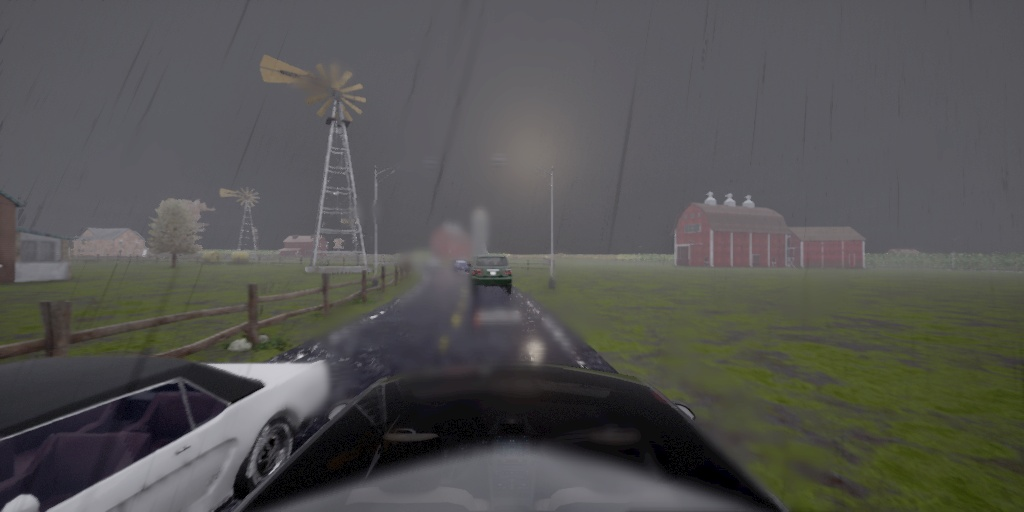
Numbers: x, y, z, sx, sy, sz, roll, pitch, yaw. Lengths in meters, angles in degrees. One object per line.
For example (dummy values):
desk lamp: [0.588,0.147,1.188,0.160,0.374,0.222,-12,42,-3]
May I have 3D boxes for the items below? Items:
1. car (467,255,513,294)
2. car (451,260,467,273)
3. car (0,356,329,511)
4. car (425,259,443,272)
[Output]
car: [-1.295,0.955,20.597,2.150,2.045,5.566,0,0,-8]
car: [-5.955,1.201,42.222,1.812,1.442,4.674,0,0,-16]
car: [-2.913,1.362,1.677,1.895,1.301,4.718,0,0,0]
car: [-9.765,1.169,44.619,1.837,1.490,4.892,0,0,-18]
